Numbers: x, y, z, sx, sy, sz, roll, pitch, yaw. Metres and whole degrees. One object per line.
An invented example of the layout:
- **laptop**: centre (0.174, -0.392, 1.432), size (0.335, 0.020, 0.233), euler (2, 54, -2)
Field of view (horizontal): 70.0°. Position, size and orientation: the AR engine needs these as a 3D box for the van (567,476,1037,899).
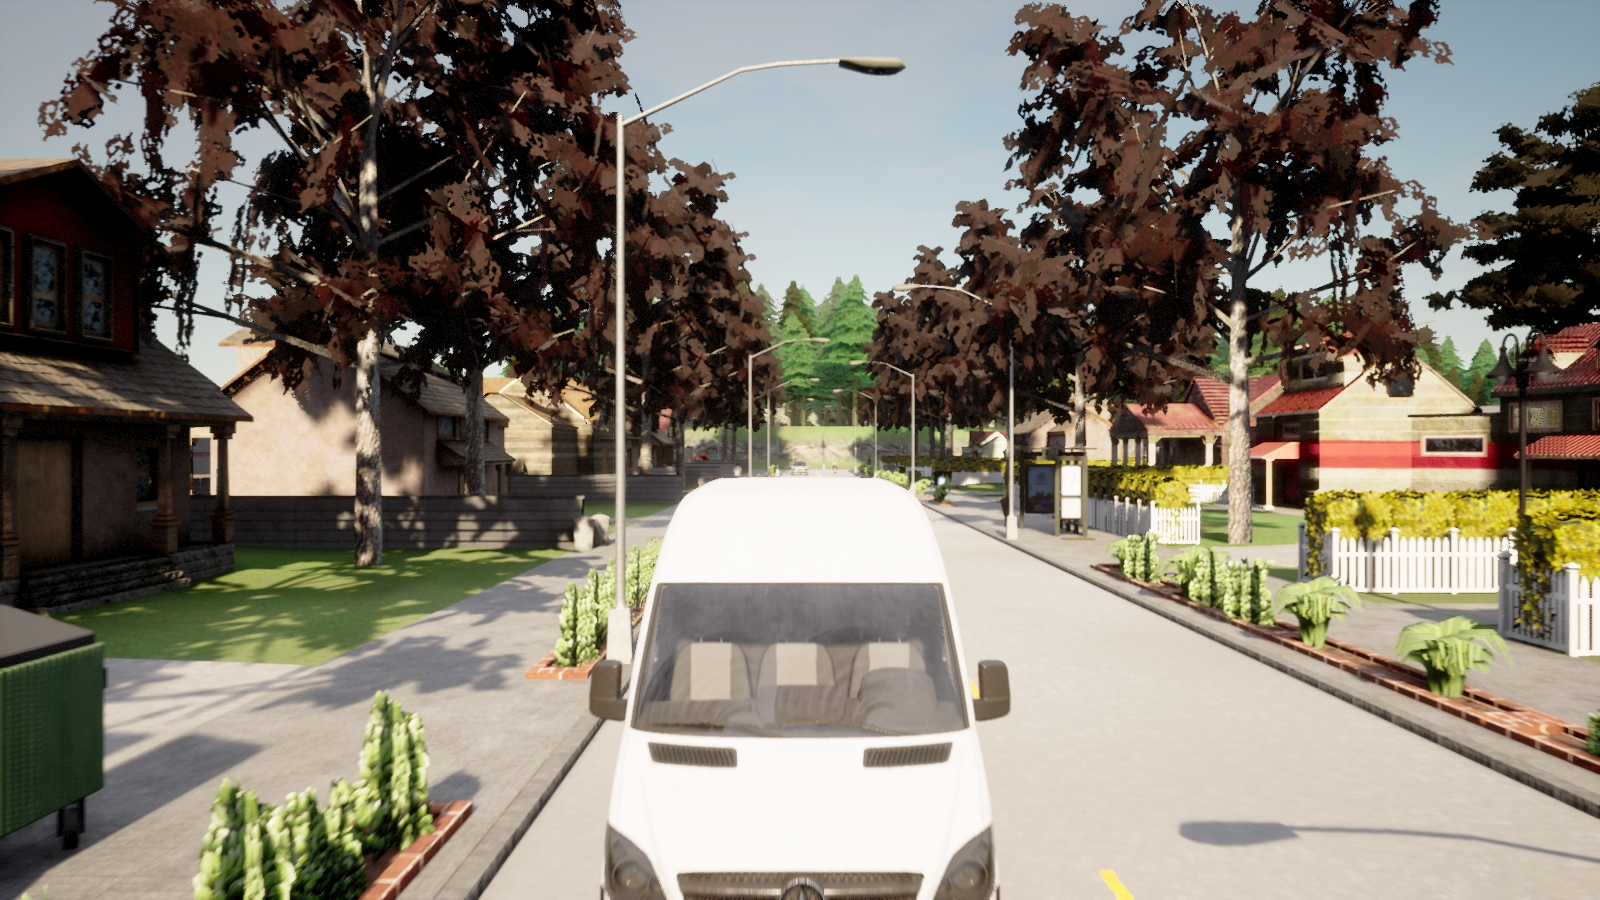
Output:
- **van**: centre (0.007, 1.527, 7.793), size (1.988, 2.561, 5.915), euler (0, 0, 0)
